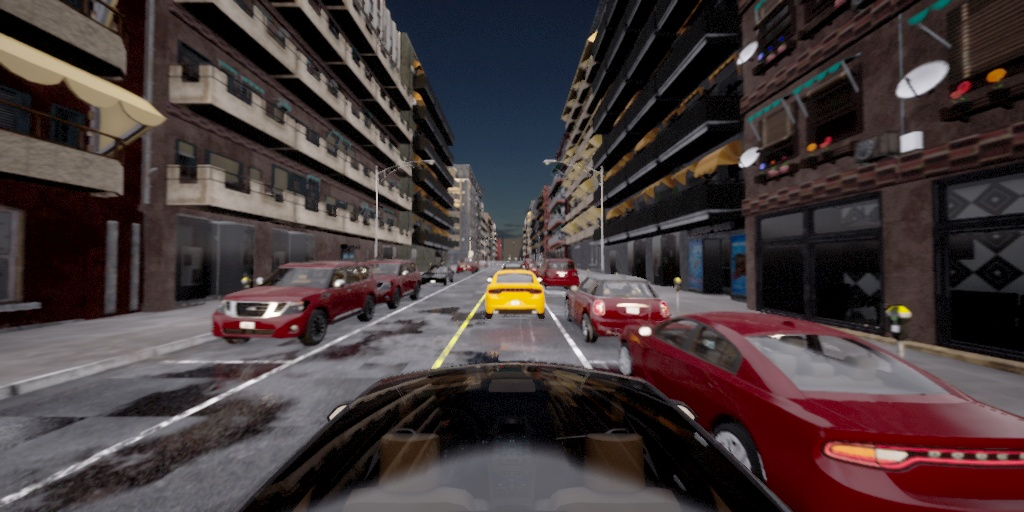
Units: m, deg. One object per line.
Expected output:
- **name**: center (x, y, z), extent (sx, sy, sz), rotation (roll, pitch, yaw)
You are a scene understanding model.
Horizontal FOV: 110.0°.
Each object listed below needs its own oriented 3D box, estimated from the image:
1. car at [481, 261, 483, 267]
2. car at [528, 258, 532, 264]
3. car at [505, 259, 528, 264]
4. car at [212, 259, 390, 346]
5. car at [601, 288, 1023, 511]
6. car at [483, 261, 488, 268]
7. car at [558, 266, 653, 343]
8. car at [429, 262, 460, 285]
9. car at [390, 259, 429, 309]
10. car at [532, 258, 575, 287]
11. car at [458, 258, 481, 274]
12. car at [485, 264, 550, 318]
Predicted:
- **car**: center (-5.332, 1.371, 48.412), extent (1.888, 1.381, 4.507), rotation (0, 0, 0)
- **car**: center (2.522, 1.224, 31.766), extent (1.967, 1.591, 4.097), rotation (0, 0, 0)
- **car**: center (0.090, 1.260, 30.974), extent (1.882, 1.535, 5.008), rotation (0, 0, 0)
- **car**: center (-5.318, 1.070, 9.699), extent (2.192, 1.841, 5.009), rotation (0, 0, 0)
- **car**: center (2.566, 1.297, 4.110), extent (1.888, 1.381, 4.507), rotation (0, 0, 0)
- **car**: center (-5.338, 1.467, 65.005), extent (1.802, 1.307, 4.207), rotation (0, 0, 0)
- **car**: center (2.572, 1.195, 9.642), extent (1.967, 1.591, 4.097), rotation (0, 0, 0)
- **car**: center (-5.324, 1.340, 26.292), extent (1.948, 1.339, 4.313), rotation (0, 0, 0)
- **car**: center (-5.320, 1.074, 15.229), extent (2.192, 1.841, 5.009), rotation (0, 0, 0)
- **car**: center (2.526, 1.081, 20.703), extent (2.192, 1.841, 5.009), rotation (0, 0, 0)
- **car**: center (-5.330, 1.124, 42.880), extent (2.192, 1.841, 5.009), rotation (0, 0, 0)
- **car**: center (0.095, 1.236, 13.095), extent (1.882, 1.535, 5.008), rotation (0, 0, 0)
